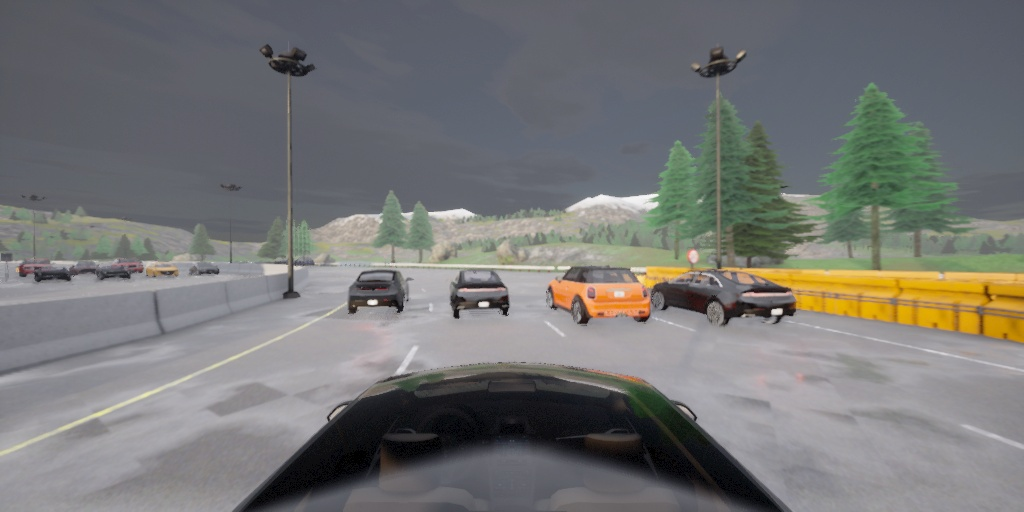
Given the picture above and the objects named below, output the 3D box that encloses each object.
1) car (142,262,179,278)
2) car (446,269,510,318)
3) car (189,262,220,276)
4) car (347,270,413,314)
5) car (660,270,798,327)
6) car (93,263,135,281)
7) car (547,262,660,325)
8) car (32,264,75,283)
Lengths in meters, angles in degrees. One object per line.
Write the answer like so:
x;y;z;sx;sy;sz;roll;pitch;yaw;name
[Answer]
-36.291;1.439;37.199;5.008;1.535;1.882;-1;0;36;car
-1.315;1.234;13.094;2.128;1.511;4.902;0;0;-11;car
-34.594;1.445;40.293;4.892;1.490;1.837;0;0;36;car
-5.097;1.274;14.123;1.837;1.490;4.892;0;0;-12;car
6.273;1.181;11.357;2.128;1.511;4.902;0;0;-8;car
-37.458;1.581;33.737;4.718;1.301;1.895;0;0;37;car
2.622;1.067;11.956;2.097;1.767;4.553;0;0;-9;car
-40.211;1.609;31.431;4.718;1.301;1.895;0;0;36;car
